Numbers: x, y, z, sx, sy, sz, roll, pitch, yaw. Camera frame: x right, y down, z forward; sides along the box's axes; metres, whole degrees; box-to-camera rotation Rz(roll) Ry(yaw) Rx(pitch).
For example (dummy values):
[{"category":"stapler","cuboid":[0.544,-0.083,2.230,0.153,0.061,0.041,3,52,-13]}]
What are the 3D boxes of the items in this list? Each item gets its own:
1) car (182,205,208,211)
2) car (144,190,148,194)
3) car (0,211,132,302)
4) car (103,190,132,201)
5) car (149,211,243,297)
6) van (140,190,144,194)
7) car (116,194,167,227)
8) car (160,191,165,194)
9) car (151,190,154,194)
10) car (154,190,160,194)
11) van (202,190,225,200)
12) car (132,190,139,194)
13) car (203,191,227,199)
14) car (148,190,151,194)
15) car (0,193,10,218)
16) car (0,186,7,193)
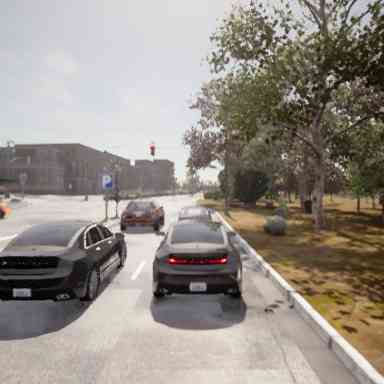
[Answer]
[{"category":"car","cuboid":[0.160,1.433,18.133,2.033,1.411,5.357,0,0,1]},{"category":"car","cuboid":[-12.997,0.751,75.268,4.892,1.521,2.231,-1,0,-14]},{"category":"car","cuboid":[-2.891,1.452,8.098,1.837,1.490,4.892,0,0,0]},{"category":"car","cuboid":[-14.431,0.878,63.313,4.792,1.488,2.163,-1,1,-15]},{"category":"car","cuboid":[0.111,1.449,8.431,1.837,1.490,4.892,0,0,0]},{"category":"van","cuboid":[-13.225,0.545,72.295,4.442,1.987,1.878,-1,0,-14]},{"category":"car","cuboid":[-2.820,1.229,19.807,2.097,1.767,4.553,0,0,1]},{"category":"car","cuboid":[-10.984,0.381,90.250,5.566,2.045,2.435,-1,0,-12]},{"category":"car","cuboid":[-12.251,0.743,81.264,4.674,1.452,2.002,-1,0,-13]},{"category":"car","cuboid":[-11.435,0.696,87.246,4.674,1.452,2.002,-1,1,-12]},{"category":"van","cuboid":[4.297,0.543,65.902,4.442,1.987,1.878,0,1,-14]},{"category":"car","cuboid":[-13.785,0.812,66.305,5.366,1.575,1.946,-1,0,-15]},{"category":"car","cuboid":[4.681,0.619,68.872,4.553,1.767,2.185,0,0,-14]},{"category":"car","cuboid":[-12.623,0.766,78.263,4.674,1.452,2.002,-1,1,-13]},{"category":"car","cuboid":[-16.621,1.210,25.509,4.553,1.767,2.185,-1,1,-19]},{"category":"car","cuboid":[-31.153,-0.274,54.176,2.002,1.452,4.674,6,-2,-19]}]
